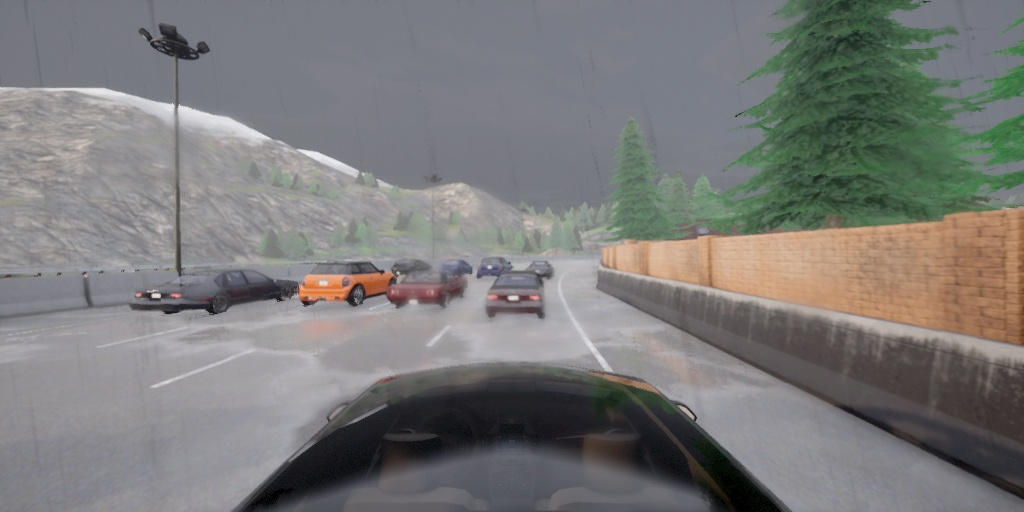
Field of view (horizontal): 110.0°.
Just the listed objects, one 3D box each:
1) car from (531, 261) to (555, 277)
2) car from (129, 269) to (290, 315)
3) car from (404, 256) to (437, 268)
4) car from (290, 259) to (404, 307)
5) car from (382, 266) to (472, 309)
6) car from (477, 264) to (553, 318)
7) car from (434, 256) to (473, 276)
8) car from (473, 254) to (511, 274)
[{"bbox_3d":[2.297,1.060,28.385,1.994,1.385,4.181,0,1,11],"label":"car"},{"bbox_3d":[-10.228,1.190,13.018,2.033,1.411,5.357,0,1,5],"label":"car"},{"bbox_3d":[-8.162,0.990,29.589,1.837,1.490,4.892,0,1,11],"label":"car"},{"bbox_3d":[-6.530,0.976,14.915,2.097,1.767,4.553,0,0,5],"label":"car"},{"bbox_3d":[-3.091,1.232,14.207,1.895,1.301,4.718,0,1,5],"label":"car"},{"bbox_3d":[0.258,1.195,12.465,2.033,1.411,5.357,0,1,5],"label":"car"},{"bbox_3d":[-4.577,1.008,29.716,1.812,1.442,4.674,0,1,11],"label":"car"},{"bbox_3d":[-1.253,0.846,28.455,2.097,1.767,4.553,0,0,11],"label":"car"}]
